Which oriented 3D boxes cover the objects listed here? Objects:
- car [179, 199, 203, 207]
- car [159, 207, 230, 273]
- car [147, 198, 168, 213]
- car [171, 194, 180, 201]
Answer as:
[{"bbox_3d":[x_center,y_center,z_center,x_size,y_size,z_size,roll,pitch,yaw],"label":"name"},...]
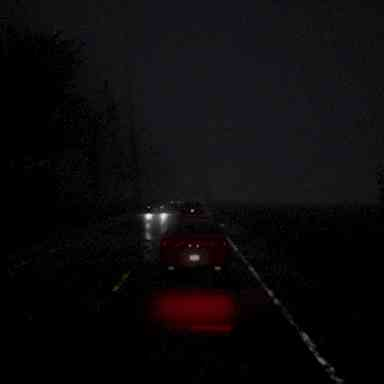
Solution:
[{"bbox_3d":[0.027,1.526,29.454,1.994,1.385,4.181,0,0,0],"label":"car"},{"bbox_3d":[0.063,1.465,10.706,1.882,1.535,5.008,0,0,0],"label":"car"},{"bbox_3d":[-3.676,1.457,35.716,1.837,1.490,4.892,0,0,0],"label":"car"},{"bbox_3d":[-3.676,1.252,76.470,1.882,1.535,5.008,0,0,0],"label":"car"}]
